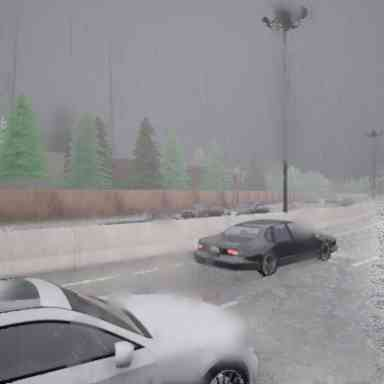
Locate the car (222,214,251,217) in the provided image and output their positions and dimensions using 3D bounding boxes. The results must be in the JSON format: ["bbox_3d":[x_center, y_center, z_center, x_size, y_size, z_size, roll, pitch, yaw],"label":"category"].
[{"bbox_3d":[4.817,1.552,27.708,2.128,1.511,4.902,0,0,41],"label":"car"}]

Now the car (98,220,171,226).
[{"bbox_3d":[-2.199,1.650,15.868,4.718,1.301,1.895,0,0,-41],"label":"car"}]

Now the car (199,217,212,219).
[{"bbox_3d":[1.057,1.637,28.774,1.994,1.385,4.181,0,0,42],"label":"car"}]

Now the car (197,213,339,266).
[{"bbox_3d":[2.516,1.569,10.406,5.357,1.411,2.033,0,0,-40],"label":"car"}]

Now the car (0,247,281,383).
[{"bbox_3d":[-1.486,1.539,2.881,4.674,1.442,1.812,0,0,-36],"label":"car"}]
